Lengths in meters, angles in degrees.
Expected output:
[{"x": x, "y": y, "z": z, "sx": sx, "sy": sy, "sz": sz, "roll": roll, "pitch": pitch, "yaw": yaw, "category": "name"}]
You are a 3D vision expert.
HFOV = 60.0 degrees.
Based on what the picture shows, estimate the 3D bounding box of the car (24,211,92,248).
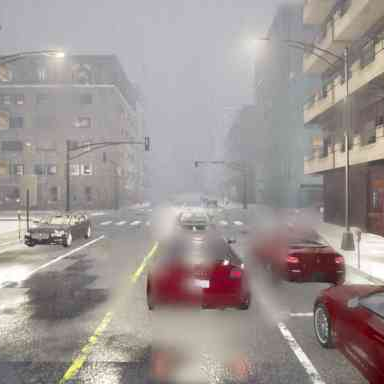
[{"x": -5.766, "y": 1.554, "z": 14.798, "sx": 2.008, "sy": 1.369, "sz": 4.403, "roll": 1, "pitch": 0, "yaw": 0, "category": "car"}]

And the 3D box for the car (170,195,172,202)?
[{"x": -5.421, "y": 1.448, "z": 64.176, "sx": 1.967, "sy": 1.590, "sz": 4.097, "roll": 1, "pitch": 0, "yaw": 0, "category": "car"}]

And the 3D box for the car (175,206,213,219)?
[{"x": 0.107, "y": 1.604, "z": 16.597, "sx": 1.895, "sy": 1.301, "sz": 4.718, "roll": 0, "pitch": 0, "yaw": 0, "category": "car"}]

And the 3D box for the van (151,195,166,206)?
[{"x": -5.570, "y": 1.349, "z": 52.843, "sx": 1.690, "sy": 1.788, "sz": 3.998, "roll": 1, "pitch": 0, "yaw": 0, "category": "van"}]

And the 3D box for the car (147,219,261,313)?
[{"x": 0.108, "y": 1.566, "z": 7.779, "sx": 1.994, "sy": 1.385, "sz": 4.181, "roll": 0, "pitch": 0, "yaw": -1, "category": "car"}]

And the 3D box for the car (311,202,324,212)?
[{"x": 15.558, "y": 1.518, "z": 36.948, "sx": 4.507, "sy": 1.381, "sz": 1.887, "roll": 0, "pitch": -1, "yaw": 1, "category": "car"}]

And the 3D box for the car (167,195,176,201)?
[{"x": -5.271, "y": 1.554, "z": 86.858, "sx": 1.887, "sy": 1.381, "sz": 4.507, "roll": 1, "pitch": 0, "yaw": 0, "category": "car"}]

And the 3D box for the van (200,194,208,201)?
[{"x": 3.112, "y": 1.349, "z": 86.777, "sx": 1.690, "sy": 1.788, "sz": 3.998, "roll": 1, "pitch": 0, "yaw": 0, "category": "van"}]

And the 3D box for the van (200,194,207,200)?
[{"x": 3.150, "y": 1.349, "z": 92.448, "sx": 1.690, "sy": 1.788, "sz": 3.998, "roll": 1, "pitch": 0, "yaw": 0, "category": "van"}]

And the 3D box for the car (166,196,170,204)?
[{"x": -5.460, "y": 1.574, "z": 58.506, "sx": 1.947, "sy": 1.339, "sz": 4.313, "roll": 1, "pitch": 0, "yaw": 0, "category": "car"}]

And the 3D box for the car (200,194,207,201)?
[{"x": 2.995, "y": 1.558, "z": 69.767, "sx": 2.008, "sy": 1.369, "sz": 4.403, "roll": 1, "pitch": 0, "yaw": 0, "category": "car"}]

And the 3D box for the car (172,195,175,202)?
[{"x": -5.347, "y": 1.575, "z": 75.518, "sx": 1.947, "sy": 1.339, "sz": 4.313, "roll": 1, "pitch": 0, "yaw": 0, "category": "car"}]

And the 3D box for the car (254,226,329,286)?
[{"x": 2.670, "y": 1.584, "z": 9.057, "sx": 1.802, "sy": 1.307, "sz": 4.206, "roll": 1, "pitch": 0, "yaw": 0, "category": "car"}]

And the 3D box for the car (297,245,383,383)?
[{"x": 2.669, "y": 1.583, "z": 3.386, "sx": 1.802, "sy": 1.307, "sz": 4.206, "roll": 1, "pitch": 0, "yaw": 0, "category": "car"}]

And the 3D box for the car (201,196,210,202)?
[{"x": 3.033, "y": 1.590, "z": 75.437, "sx": 1.802, "sy": 1.307, "sz": 4.206, "roll": 1, "pitch": 0, "yaw": 0, "category": "car"}]

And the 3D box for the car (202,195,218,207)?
[{"x": 2.978, "y": 1.558, "z": 51.179, "sx": 2.008, "sy": 1.369, "sz": 4.403, "roll": 1, "pitch": 0, "yaw": 0, "category": "car"}]
